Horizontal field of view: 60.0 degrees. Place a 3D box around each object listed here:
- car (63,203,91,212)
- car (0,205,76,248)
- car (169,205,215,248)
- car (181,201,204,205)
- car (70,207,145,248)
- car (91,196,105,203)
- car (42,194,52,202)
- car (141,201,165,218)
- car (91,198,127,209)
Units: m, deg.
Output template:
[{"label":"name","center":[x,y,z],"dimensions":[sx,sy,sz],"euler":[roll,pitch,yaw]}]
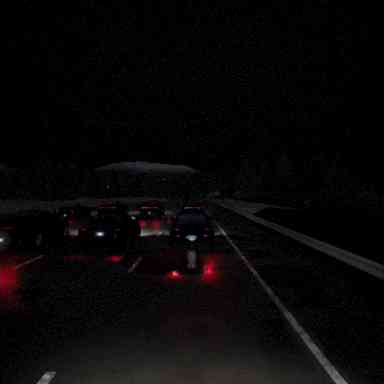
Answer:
[{"label":"car","center":[-10.466,1.621,29.670],"dimensions":[1.895,1.301,4.718],"euler":[0,0,0]},{"label":"car","center":[-7.000,1.517,14.652],"dimensions":[1.837,1.490,4.892],"euler":[0,0,0]},{"label":"car","center":[0.000,1.534,14.652],"dimensions":[1.812,1.442,4.674],"euler":[0,0,0]},{"label":"car","center":[0.034,1.500,29.612],"dimensions":[2.128,1.511,4.902],"euler":[0,0,0]},{"label":"car","center":[-3.500,1.573,14.652],"dimensions":[1.994,1.385,4.181],"euler":[0,0,0]},{"label":"car","center":[-20.846,1.681,73.755],"dimensions":[1.994,1.385,4.181],"euler":[0,-1,0]},{"label":"car","center":[-31.346,1.353,73.758],"dimensions":[2.150,2.045,5.566],"euler":[0,-1,0]},{"label":"car","center":[-3.466,1.500,29.621],"dimensions":[2.128,1.511,4.902],"euler":[0,0,0]},{"label":"car","center":[-6.966,1.500,29.631],"dimensions":[2.128,1.511,4.902],"euler":[0,0,0]}]
